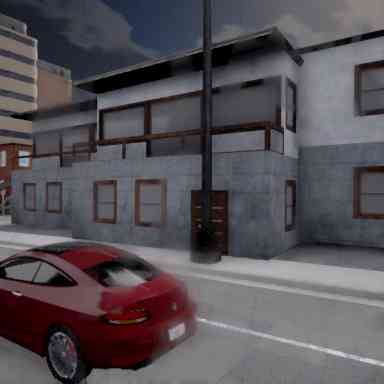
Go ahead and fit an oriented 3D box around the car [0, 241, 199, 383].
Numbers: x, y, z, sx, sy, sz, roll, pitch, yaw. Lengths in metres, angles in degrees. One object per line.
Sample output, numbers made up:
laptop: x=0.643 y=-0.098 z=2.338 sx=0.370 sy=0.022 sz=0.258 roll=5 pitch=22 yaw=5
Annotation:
car: x=-2.097 y=1.549 z=5.345 sx=4.674 sy=1.442 sz=1.812 roll=0 pitch=0 yaw=33
